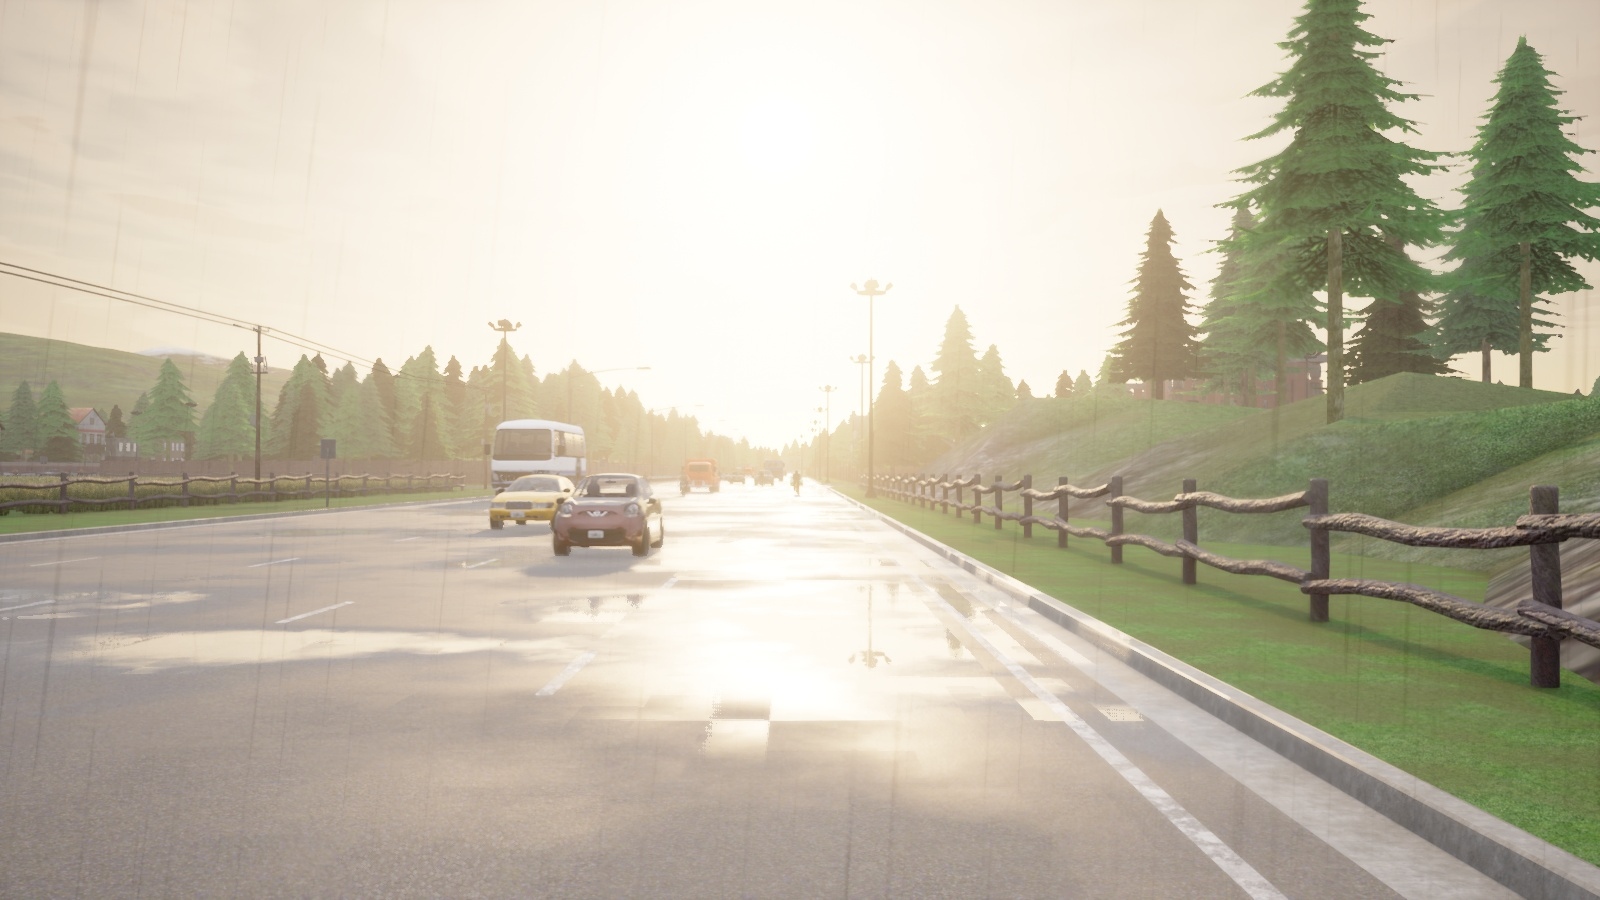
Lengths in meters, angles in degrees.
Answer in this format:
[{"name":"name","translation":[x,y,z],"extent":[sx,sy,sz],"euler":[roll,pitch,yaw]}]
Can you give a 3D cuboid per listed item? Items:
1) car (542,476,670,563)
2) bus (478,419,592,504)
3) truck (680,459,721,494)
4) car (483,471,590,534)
[{"name":"car","translation":[-3.561,1.244,23.644],"extent":[1.845,1.501,3.633],"euler":[0,-1,0]},{"name":"bus","translation":[-14.187,0.652,68.312],"extent":[3.944,4.253,10.273],"euler":[0,-1,0]},{"name":"truck","translation":[-7.239,1.917,91.875],"extent":[2.627,2.467,5.204],"euler":[0,-1,0]},{"name":"car","translation":[-7.088,1.363,34.301],"extent":[1.801,1.575,5.366],"euler":[0,-1,0]}]
